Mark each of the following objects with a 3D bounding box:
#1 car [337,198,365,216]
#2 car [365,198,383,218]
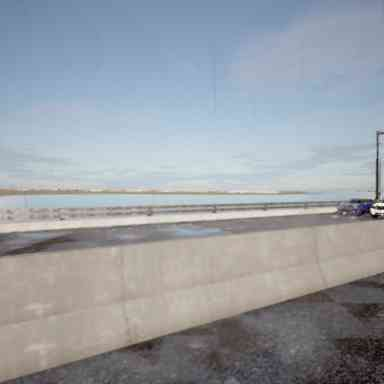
[{"bbox_3d":[16.119,1.376,32.347,4.553,1.767,2.097,0,0,-35],"label":"car"},{"bbox_3d":[18.070,1.321,29.441,5.566,2.045,2.150,0,0,-35],"label":"car"}]
